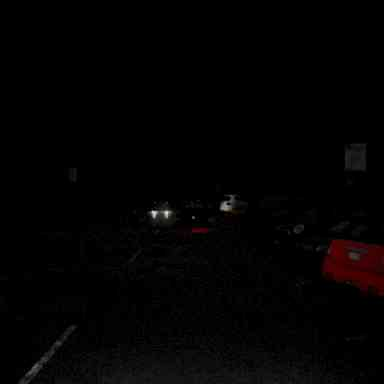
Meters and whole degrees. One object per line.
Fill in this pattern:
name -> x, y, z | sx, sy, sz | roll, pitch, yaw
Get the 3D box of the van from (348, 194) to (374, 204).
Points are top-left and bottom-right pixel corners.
van -> 32.969, 1.395, 65.098 | 1.878, 1.987, 4.442 | 0, -1, -22

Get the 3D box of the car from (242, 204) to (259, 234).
car -> 5.363, 1.508, 16.586 | 5.008, 1.535, 2.097 | 1, 0, -20

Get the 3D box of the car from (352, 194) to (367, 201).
car -> 24.206, 1.327, 47.826 | 2.435, 2.045, 5.566 | -1, 1, -21

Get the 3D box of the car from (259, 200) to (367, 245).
car -> 5.403, 1.378, 13.583 | 4.553, 1.767, 2.185 | 1, 0, -20

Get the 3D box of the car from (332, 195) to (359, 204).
car -> 29.989, 1.492, 64.944 | 2.185, 1.767, 4.553 | 1, -1, -22

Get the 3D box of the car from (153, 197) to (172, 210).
car -> -3.875, 1.437, 43.876 | 2.097, 1.767, 4.553 | 0, 0, 2

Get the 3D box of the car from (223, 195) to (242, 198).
car -> 5.372, 1.285, 31.624 | 5.566, 2.045, 2.435 | 1, 0, -20

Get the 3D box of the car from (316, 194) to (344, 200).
car -> 18.325, 1.324, 47.627 | 2.435, 2.045, 5.566 | 0, 1, -21

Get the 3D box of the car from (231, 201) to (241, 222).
car -> 5.373, 1.559, 22.589 | 4.674, 1.452, 2.002 | 1, 0, -20

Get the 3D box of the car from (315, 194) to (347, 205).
car -> 26.993, 1.364, 64.813 | 2.435, 2.045, 5.566 | 1, -1, -22

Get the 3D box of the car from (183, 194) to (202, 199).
car -> 0.027, 1.293, 41.611 | 2.150, 2.045, 5.566 | 0, 0, 2

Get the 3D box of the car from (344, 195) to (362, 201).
car -> 21.240, 1.606, 47.744 | 2.163, 1.488, 4.792 | 0, 1, -22

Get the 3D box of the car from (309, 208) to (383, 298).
car -> 5.331, 1.368, 7.566 | 4.553, 1.767, 2.185 | 1, 0, -20

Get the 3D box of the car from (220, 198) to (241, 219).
car -> 5.188, 1.519, 25.530 | 5.366, 1.575, 1.946 | 1, 0, -20

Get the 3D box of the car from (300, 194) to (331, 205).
car -> 23.933, 1.363, 64.774 | 2.435, 2.045, 5.566 | 0, -1, -21

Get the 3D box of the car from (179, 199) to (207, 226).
car -> 0.086, 1.514, 24.034 | 1.882, 1.535, 5.008 | 0, 0, 0

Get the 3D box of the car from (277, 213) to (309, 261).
car -> 5.367, 1.538, 10.575 | 4.674, 1.452, 2.002 | 1, 0, -20

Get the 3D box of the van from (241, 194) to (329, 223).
van -> 5.481, 1.290, 19.632 | 4.442, 1.987, 1.878 | 1, 0, -20
